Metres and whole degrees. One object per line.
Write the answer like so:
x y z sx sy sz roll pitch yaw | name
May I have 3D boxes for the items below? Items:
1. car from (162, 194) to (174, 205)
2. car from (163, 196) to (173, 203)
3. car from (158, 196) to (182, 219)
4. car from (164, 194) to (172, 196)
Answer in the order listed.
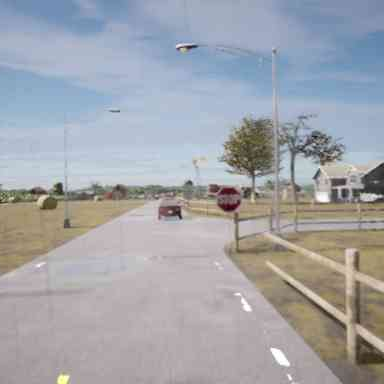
-4.814 1.390 66.689 2.150 2.045 5.566 -1 0 -4 | car
-5.587 1.749 77.302 2.033 1.411 5.357 -1 0 -4 | car
-1.897 1.422 28.491 1.882 1.535 5.008 -1 0 -4 | car
-3.911 1.591 55.879 1.837 1.490 4.892 -1 0 -4 | car
